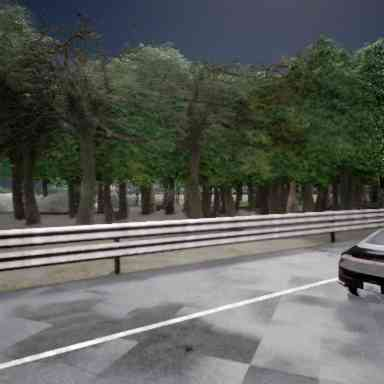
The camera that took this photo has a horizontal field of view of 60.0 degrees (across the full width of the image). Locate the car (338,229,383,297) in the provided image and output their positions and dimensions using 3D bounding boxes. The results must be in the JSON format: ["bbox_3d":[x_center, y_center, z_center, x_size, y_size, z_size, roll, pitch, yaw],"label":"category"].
[{"bbox_3d":[5.206,1.488,7.286,4.902,1.511,2.128,0,0,-34],"label":"car"}]
